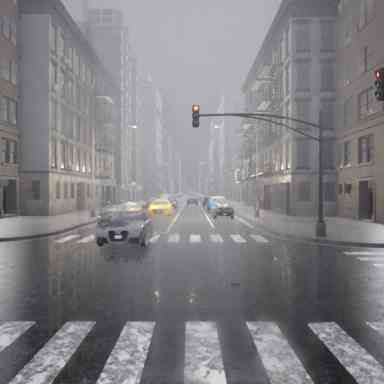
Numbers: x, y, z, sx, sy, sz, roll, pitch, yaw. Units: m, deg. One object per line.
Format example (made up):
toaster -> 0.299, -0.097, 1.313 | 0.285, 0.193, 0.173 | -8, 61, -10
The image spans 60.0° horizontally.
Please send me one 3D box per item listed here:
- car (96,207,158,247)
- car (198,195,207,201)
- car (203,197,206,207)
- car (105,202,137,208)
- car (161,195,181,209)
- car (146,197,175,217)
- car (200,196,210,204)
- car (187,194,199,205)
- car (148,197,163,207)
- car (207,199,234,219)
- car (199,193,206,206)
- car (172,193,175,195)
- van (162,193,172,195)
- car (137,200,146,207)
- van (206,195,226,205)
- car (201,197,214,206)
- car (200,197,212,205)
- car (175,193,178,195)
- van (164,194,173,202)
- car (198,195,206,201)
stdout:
car -> -2.861, 1.562, 14.901 | 1.994, 1.385, 4.181 | 0, 0, 0
car -> 2.601, 1.539, 82.907 | 1.887, 1.381, 4.507 | 0, 0, 0
car -> 2.617, 1.578, 39.657 | 1.802, 1.307, 4.206 | 0, 0, 0
car -> -5.405, 1.549, 23.432 | 2.008, 1.369, 4.403 | 0, 0, 0
car -> -2.875, 1.543, 44.421 | 2.033, 1.411, 5.357 | 0, 0, 0
car -> -2.869, 1.475, 31.246 | 1.882, 1.535, 5.008 | 0, 0, 0
car -> 2.607, 1.521, 66.857 | 1.752, 1.417, 4.829 | 0, 0, 0
car -> 0.063, 1.500, 57.005 | 1.837, 1.490, 4.892 | 0, 0, 0
car -> -5.447, 1.521, 50.293 | 1.752, 1.417, 4.829 | 0, 0, 0
car -> 2.621, 1.548, 28.844 | 2.008, 1.369, 4.403 | 0, 0, 0
car -> 2.613, 1.311, 50.469 | 2.192, 1.841, 5.009 | 0, 0, 0
car -> -5.480, 1.310, 72.087 | 2.192, 1.841, 5.009 | 0, 0, 0
van -> -5.472, 1.336, 66.681 | 1.690, 1.788, 3.998 | 0, 0, 0
car -> -5.414, 1.523, 28.668 | 1.752, 1.417, 4.829 | 0, 0, 0
van -> 2.619, 1.338, 34.251 | 1.690, 1.788, 3.998 | 0, 0, 0
car -> 2.611, 1.561, 55.876 | 1.947, 1.339, 4.313 | 0, 0, 0
car -> 2.609, 1.546, 61.282 | 2.008, 1.369, 4.403 | 0, 0, 0
car -> -5.506, 1.545, 88.307 | 2.008, 1.369, 4.403 | 0, 0, 0
van -> -5.489, 1.336, 77.494 | 1.690, 1.788, 3.998 | 0, 0, 0
car -> 2.599, 1.560, 88.313 | 1.947, 1.339, 4.313 | 0, 0, 0
